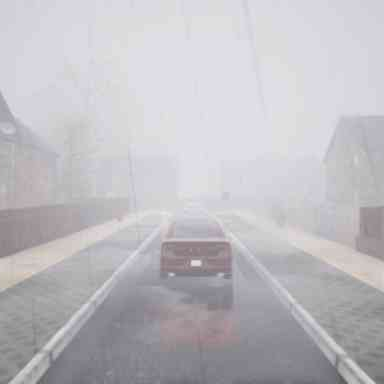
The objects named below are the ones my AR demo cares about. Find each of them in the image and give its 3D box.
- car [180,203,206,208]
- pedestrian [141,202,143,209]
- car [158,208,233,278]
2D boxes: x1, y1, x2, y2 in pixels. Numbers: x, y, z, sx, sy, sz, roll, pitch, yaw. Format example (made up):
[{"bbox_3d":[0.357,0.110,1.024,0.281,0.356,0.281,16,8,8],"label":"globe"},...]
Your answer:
[{"bbox_3d":[0.101,1.536,25.276,1.812,1.442,4.674,0,0,0],"label":"car"},{"bbox_3d":[-6.713,1.374,44.560,0.375,1.860,0.375,0,-1,1],"label":"pedestrian"},{"bbox_3d":[0.099,1.482,10.145,1.882,1.535,5.008,0,0,0],"label":"car"}]
